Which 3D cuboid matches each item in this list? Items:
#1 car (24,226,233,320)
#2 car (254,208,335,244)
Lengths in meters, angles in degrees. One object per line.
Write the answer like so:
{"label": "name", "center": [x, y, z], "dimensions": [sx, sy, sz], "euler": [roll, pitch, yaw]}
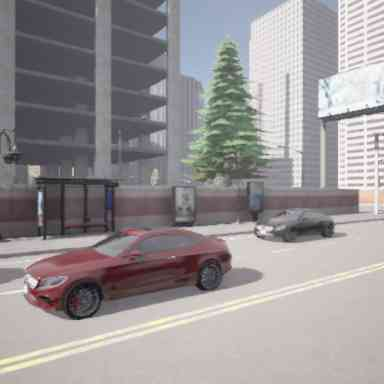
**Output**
{"label": "car", "center": [-1.147, 1.527, 7.452], "dimensions": [4.674, 1.442, 1.812], "euler": [0, 0, -35]}
{"label": "car", "center": [5.068, 1.532, 16.099], "dimensions": [4.674, 1.442, 1.812], "euler": [0, 0, -35]}
